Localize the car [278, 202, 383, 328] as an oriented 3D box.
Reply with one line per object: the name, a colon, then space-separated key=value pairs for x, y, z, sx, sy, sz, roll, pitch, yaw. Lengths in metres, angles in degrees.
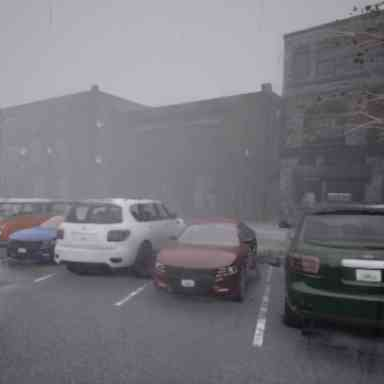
car: x=3.041 y=1.231 z=6.960 sx=2.435 sy=2.045 sz=5.566 roll=0 pitch=-1 yaw=16

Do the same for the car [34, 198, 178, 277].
car: x=-1.848 y=1.225 z=10.453 sx=2.435 sy=2.045 sz=5.566 roll=0 pitch=-1 yaw=15

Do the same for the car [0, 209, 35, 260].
car: x=-4.296 y=1.474 z=12.172 sx=2.097 sy=1.535 sz=5.008 roll=1 pitch=-1 yaw=16

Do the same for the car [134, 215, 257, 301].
car: x=0.595 y=1.479 z=8.678 sx=2.097 sy=1.535 sz=5.008 roll=1 pitch=-1 yaw=16

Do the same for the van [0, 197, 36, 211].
van: x=-6.771 y=1.244 z=13.806 sx=1.878 sy=1.987 sz=4.442 roll=1 pitch=-1 yaw=15
